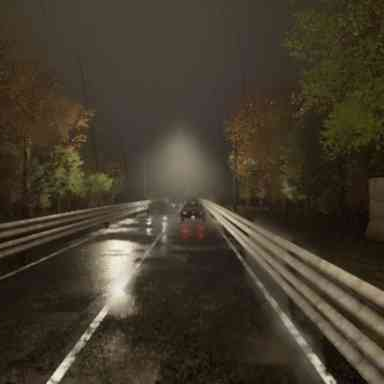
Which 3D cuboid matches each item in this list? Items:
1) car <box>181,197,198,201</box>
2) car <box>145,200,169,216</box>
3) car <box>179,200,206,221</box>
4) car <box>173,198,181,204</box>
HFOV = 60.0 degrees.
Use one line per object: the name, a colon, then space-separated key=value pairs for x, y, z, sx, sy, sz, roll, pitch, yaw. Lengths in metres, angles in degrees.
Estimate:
car: x=0.092 y=1.463 z=42.142 sx=2.097 sy=1.767 sz=4.553 roll=0 pitch=-1 yaw=0
car: x=-3.355 y=1.554 z=33.259 sx=1.812 sy=1.442 sz=4.674 roll=0 pitch=0 yaw=0
car: x=0.093 y=1.589 z=26.785 sx=1.895 sy=1.301 sz=4.718 roll=0 pitch=0 yaw=0
car: x=-3.270 y=1.951 z=74.536 sx=1.895 sy=1.301 sz=4.718 roll=0 pitch=-1 yaw=0
